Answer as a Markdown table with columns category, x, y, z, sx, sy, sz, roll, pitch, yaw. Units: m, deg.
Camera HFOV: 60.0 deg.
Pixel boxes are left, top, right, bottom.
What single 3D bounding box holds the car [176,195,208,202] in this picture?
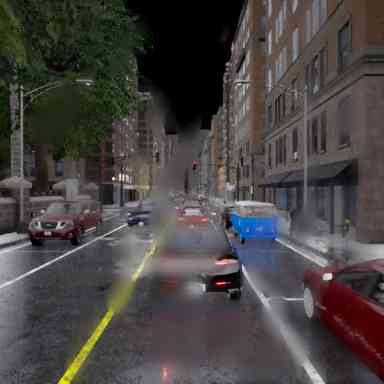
| category | x | y | z | sx | sy | sz | roll | pitch | yaw |
| --- | --- | --- | --- | --- | --- | --- | --- | --- | --- |
| car | 0.025 | 1.338 | 27.565 | 2.097 | 1.767 | 4.553 | 0 | 0 | 2 |

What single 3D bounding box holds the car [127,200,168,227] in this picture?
| category | x | y | z | sx | sy | sz | roll | pitch | yaw |
| --- | --- | --- | --- | --- | --- | --- | --- | --- | --- |
| car | -3.050 | 1.538 | 22.714 | 2.033 | 1.411 | 5.357 | 0 | 0 | 0 |

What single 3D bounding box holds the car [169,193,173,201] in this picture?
| category | x | y | z | sx | sy | sz | roll | pitch | yaw |
| --- | --- | --- | --- | --- | --- | --- | --- | --- | --- |
| car | -5.727 | 1.492 | 70.202 | 1.887 | 1.381 | 4.507 | 0 | 0 | 0 |

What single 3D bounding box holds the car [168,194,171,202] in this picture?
| category | x | y | z | sx | sy | sz | roll | pitch | yaw |
| --- | --- | --- | --- | --- | --- | --- | --- | --- | --- |
| car | -5.722 | 1.501 | 64.751 | 2.008 | 1.369 | 4.403 | 0 | 0 | 0 |

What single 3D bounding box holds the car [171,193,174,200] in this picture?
| category | x | y | z | sx | sy | sz | roll | pitch | yaw |
| --- | --- | --- | --- | --- | --- | --- | --- | --- | --- |
| car | -5.731 | 1.490 | 75.653 | 1.887 | 1.381 | 4.507 | 0 | 0 | 0 |

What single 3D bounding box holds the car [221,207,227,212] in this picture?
| category | x | y | z | sx | sy | sz | roll | pitch | yaw |
| --- | --- | --- | --- | --- | --- | --- | --- | --- | --- |
| car | 2.838 | 1.557 | 21.319 | 1.947 | 1.339 | 4.313 | 0 | 0 | 0 |

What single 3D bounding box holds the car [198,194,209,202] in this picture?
| category | x | y | z | sx | sy | sz | roll | pitch | yaw |
| --- | --- | --- | --- | --- | --- | --- | --- | --- | --- |
| car | 2.793 | 1.386 | 75.696 | 1.967 | 1.590 | 4.097 | 0 | 0 | 0 |

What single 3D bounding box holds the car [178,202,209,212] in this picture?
| category | x | y | z | sx | sy | sz | roll | pitch | yaw |
| --- | --- | --- | --- | --- | --- | --- | --- | --- | --- |
| car | 0.088 | 1.519 | 18.608 | 1.812 | 1.442 | 4.674 | 0 | 0 | 0 |

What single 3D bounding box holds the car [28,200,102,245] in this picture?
| category | x | y | z | sx | sy | sz | roll | pitch | yaw |
| --- | --- | --- | --- | --- | --- | --- | --- | --- | --- |
| car | -5.682 | 1.310 | 15.612 | 2.192 | 1.841 | 5.009 | 0 | 0 | 0 |

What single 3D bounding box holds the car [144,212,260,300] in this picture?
| category | x | y | z | sx | sy | sz | roll | pitch | yaw |
| --- | --- | --- | --- | --- | --- | --- | --- | --- | --- |
| car | 0.093 | 1.490 | 8.346 | 2.128 | 1.511 | 4.902 | 0 | 0 | 0 |

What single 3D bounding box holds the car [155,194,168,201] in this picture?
| category | x | y | z | sx | sy | sz | roll | pitch | yaw |
| --- | --- | --- | --- | --- | --- | --- | --- | --- | --- |
| car | -5.718 | 1.479 | 59.131 | 1.752 | 1.417 | 4.829 | 0 | 0 | 0 |

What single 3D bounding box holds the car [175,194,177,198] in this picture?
| category | x | y | z | sx | sy | sz | roll | pitch | yaw |
| --- | --- | --- | --- | --- | --- | --- | --- | --- | --- |
| car | -5.740 | 1.495 | 86.554 | 2.008 | 1.369 | 4.403 | 0 | 0 | 0 |

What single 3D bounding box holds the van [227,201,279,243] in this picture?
| category | x | y | z | sx | sy | sz | roll | pitch | yaw |
| --- | --- | --- | --- | --- | --- | --- | --- | --- | --- |
| van | 2.842 | 1.336 | 15.659 | 1.690 | 1.788 | 3.998 | 0 | 0 | 0 |

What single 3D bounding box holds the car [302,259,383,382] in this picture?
| category | x | y | z | sx | sy | sz | roll | pitch | yaw |
| --- | --- | --- | --- | --- | --- | --- | --- | --- | --- |
| car | 2.851 | 1.544 | 4.338 | 1.887 | 1.381 | 4.507 | 0 | 0 | 0 |
